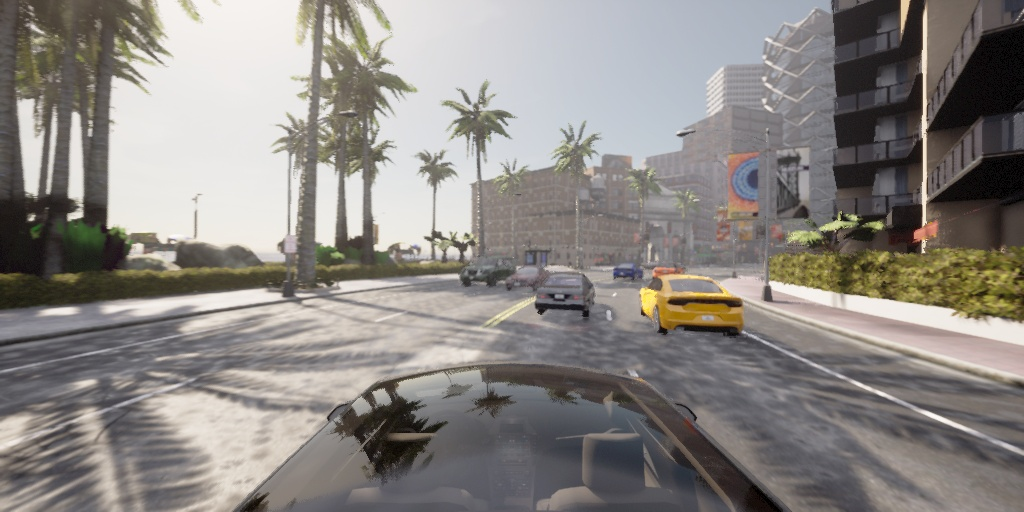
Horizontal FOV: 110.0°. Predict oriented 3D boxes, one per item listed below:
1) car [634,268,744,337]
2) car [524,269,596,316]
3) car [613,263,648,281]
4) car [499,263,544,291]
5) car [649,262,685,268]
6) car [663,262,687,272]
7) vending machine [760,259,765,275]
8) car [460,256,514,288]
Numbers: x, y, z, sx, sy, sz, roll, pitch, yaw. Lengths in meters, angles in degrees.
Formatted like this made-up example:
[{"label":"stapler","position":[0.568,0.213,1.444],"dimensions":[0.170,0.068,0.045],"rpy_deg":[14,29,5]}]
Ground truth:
[{"label":"car","position":[5.051,1.298,10.737],"dimensions":[1.882,1.535,5.008],"rpy_deg":[0,0,12]},{"label":"car","position":[2.180,1.352,13.884],"dimensions":[2.033,1.411,5.357],"rpy_deg":[0,0,15]},{"label":"car","position":[10.879,1.415,33.348],"dimensions":[1.882,1.535,5.008],"rpy_deg":[0,0,32]},{"label":"car","position":[1.141,1.345,22.279],"dimensions":[1.812,1.442,4.674],"rpy_deg":[0,0,22]},{"label":"car","position":[13.689,1.308,31.213],"dimensions":[2.097,1.767,4.553],"rpy_deg":[0,0,31]},{"label":"car","position":[25.360,1.694,55.776],"dimensions":[1.994,1.385,4.181],"rpy_deg":[0,0,45]},{"label":"vending machine","position":[23.611,1.245,32.895],"dimensions":[1.100,2.100,0.880],"rpy_deg":[0,0,39]},{"label":"car","position":[-1.497,1.025,25.173],"dimensions":[2.150,2.045,5.566],"rpy_deg":[0,0,23]}]
